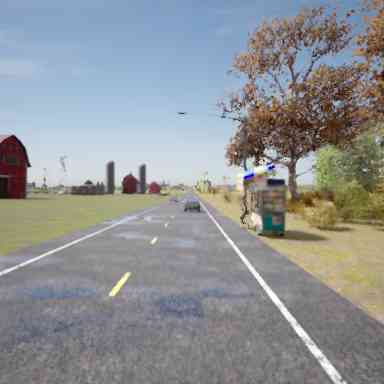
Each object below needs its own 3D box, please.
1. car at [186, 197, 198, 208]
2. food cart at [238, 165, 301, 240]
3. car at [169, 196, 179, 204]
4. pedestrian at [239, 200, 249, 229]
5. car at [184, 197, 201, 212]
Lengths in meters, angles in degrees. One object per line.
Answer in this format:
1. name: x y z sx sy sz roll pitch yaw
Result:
1. car: -0.014 1.524 50.573 1.812 1.442 4.674 0 0 0
2. food cart: 4.012 0.468 18.196 2.280 3.560 4.660 1 1 0
3. car: -3.529 1.493 65.478 1.837 1.490 4.892 0 0 0
4. pedestrian: 3.024 1.296 19.797 0.375 1.860 0.375 -1 1 -3
5. car: 0.061 1.493 38.650 2.128 1.511 4.902 0 0 1
